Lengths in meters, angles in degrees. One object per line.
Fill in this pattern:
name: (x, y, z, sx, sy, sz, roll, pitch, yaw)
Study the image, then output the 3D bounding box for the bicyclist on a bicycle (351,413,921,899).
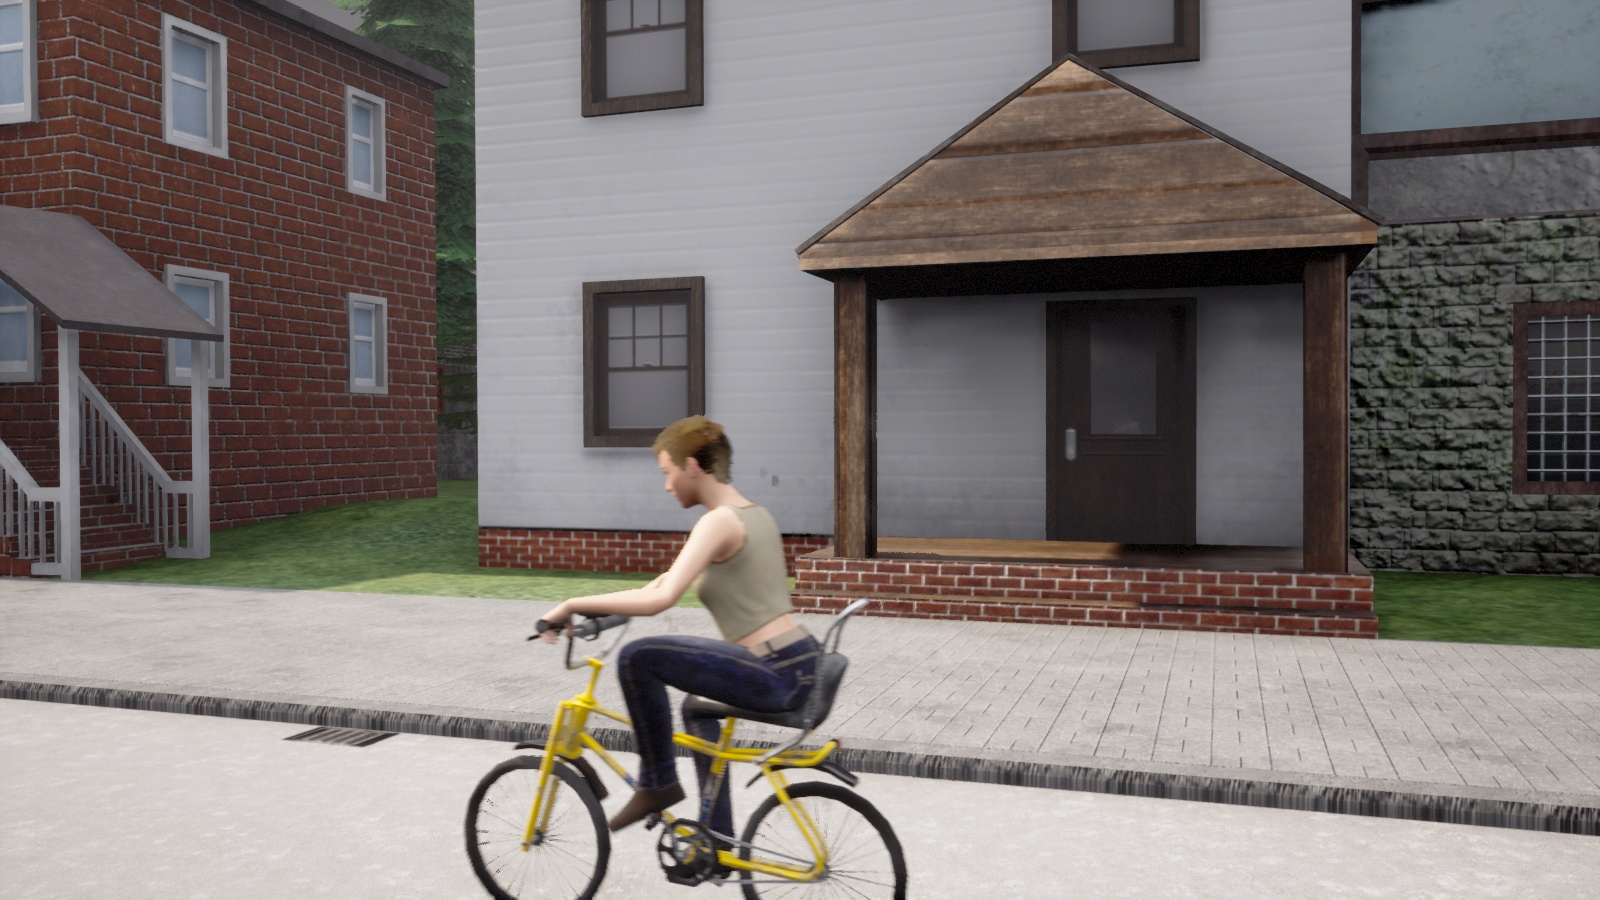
bicyclist on a bicycle: (-0.470, 0.699, 3.874, 1.509, 1.612, 0.866, 1, 1, 19)
